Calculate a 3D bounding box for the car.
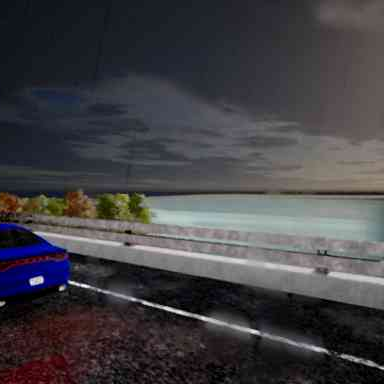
[{"bbox_3d":[-4.816,1.444,7.467,5.008,1.535,1.882,0,0,36],"label":"car"}]
